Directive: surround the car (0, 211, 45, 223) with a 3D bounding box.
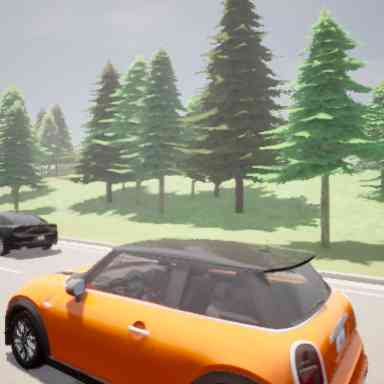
[{"bbox_3d":[-7.490,1.518,13.453,5.008,1.535,1.882,0,0,35],"label":"car"}]

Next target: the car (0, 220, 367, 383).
[{"bbox_3d":[-0.387,1.372,4.260,4.553,1.767,2.097,0,0,35],"label":"car"}]
